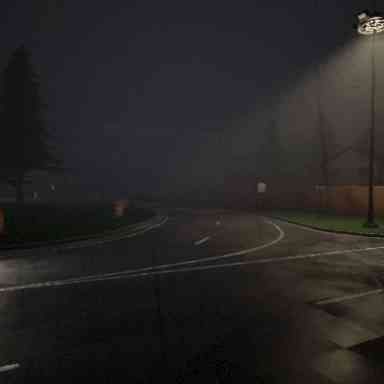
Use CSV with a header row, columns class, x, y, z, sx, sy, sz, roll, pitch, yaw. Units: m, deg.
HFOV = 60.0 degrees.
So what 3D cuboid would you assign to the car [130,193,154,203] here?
class,x,y,z,sx,sy,sz,roll,pitch,yaw
car,-7.252,0.807,48.407,1.812,1.442,4.674,0,1,-38
